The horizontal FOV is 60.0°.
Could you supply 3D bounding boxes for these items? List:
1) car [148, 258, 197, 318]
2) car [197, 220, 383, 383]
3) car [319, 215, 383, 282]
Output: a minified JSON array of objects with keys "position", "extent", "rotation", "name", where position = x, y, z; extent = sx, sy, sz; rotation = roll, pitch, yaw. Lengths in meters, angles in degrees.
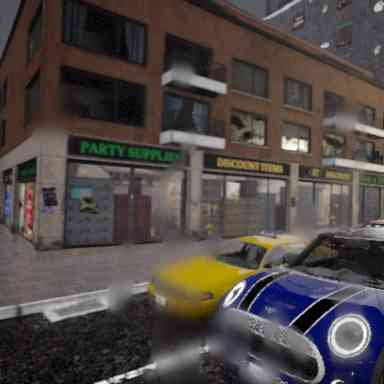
[{"position":[1.439,1.540,7.085],"extent":[4.829,1.417,1.752],"rotation":[0,2,-35],"name":"car"},{"position":[2.559,1.366,4.887],"extent":[4.553,1.767,2.097],"rotation":[0,0,-35],"name":"car"},{"position":[6.194,1.578,10.467],"extent":[4.507,1.381,1.887],"rotation":[0,2,-35],"name":"car"}]
